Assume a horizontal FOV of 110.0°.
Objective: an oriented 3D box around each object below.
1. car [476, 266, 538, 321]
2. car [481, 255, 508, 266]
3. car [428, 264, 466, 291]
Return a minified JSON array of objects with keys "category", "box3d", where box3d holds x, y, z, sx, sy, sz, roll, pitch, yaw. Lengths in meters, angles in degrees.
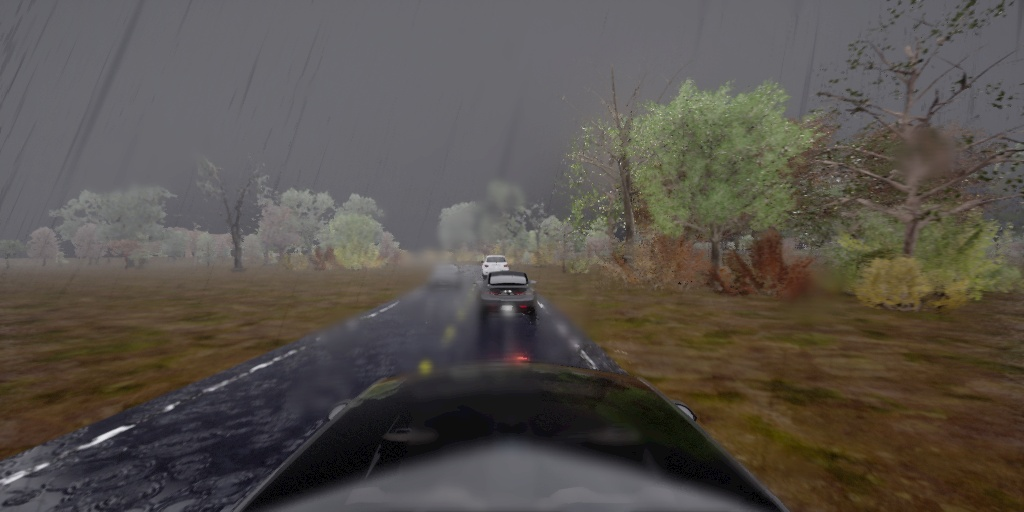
[{"category":"car","box3d":[-0.177,1.256,12.556,1.837,1.490,4.892,0,0,-2]},{"category":"car","box3d":[-1.561,0.976,32.079,2.150,2.045,5.566,0,0,-6]},{"category":"car","box3d":[-3.873,1.262,21.792,1.837,1.490,4.892,0,0,-4]}]
